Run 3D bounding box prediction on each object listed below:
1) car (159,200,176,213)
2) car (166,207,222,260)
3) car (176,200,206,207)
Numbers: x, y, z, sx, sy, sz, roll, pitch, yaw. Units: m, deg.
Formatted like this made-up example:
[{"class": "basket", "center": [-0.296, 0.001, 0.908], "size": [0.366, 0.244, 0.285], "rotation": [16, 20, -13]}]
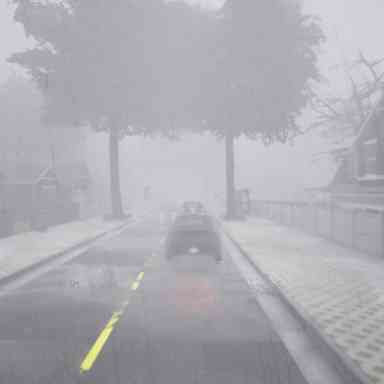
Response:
[{"class": "car", "center": [-2.834, 1.695, 40.243], "size": [1.812, 1.442, 4.674], "rotation": [0, 0, 0]}, {"class": "car", "center": [0.065, 1.537, 12.545], "size": [1.837, 1.490, 4.892], "rotation": [0, 0, 0]}, {"class": "car", "center": [0.061, 1.449, 27.536], "size": [2.097, 1.767, 4.553], "rotation": [0, 0, 0]}]
